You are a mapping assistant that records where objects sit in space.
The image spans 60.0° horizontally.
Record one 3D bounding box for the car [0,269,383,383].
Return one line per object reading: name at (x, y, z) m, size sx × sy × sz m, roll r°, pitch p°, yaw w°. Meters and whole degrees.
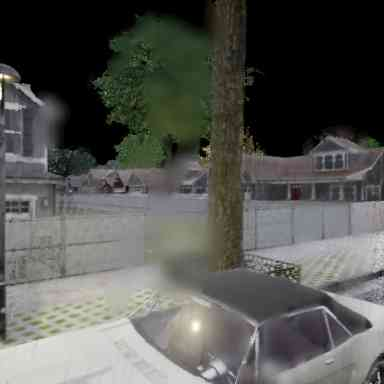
car at (0.219, 1.598, 3.227) m, size 4.718 × 1.301 × 1.895 m, roll 0°, pitch 0°, yaw -35°
